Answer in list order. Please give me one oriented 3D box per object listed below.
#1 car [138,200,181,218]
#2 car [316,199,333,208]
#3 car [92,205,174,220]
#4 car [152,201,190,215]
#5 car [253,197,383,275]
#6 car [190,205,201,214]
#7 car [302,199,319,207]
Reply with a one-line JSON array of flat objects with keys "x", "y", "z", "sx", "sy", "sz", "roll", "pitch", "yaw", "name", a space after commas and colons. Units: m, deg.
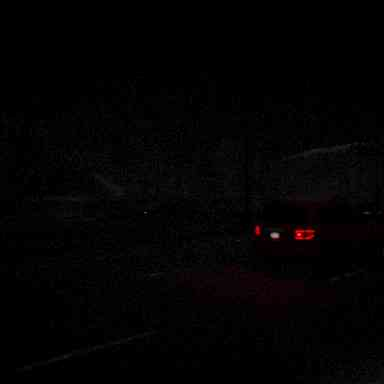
[{"x": -3.602, "y": 1.839, "z": 37.346, "sx": 4.553, "sy": 1.767, "sz": 2.097, "roll": 0, "pitch": -1, "yaw": -43, "name": "car"}, {"x": 23.720, "y": 2.022, "z": 59.393, "sx": 1.837, "sy": 1.490, "sz": 4.892, "roll": -1, "pitch": 0, "yaw": 33, "name": "car"}, {"x": -4.222, "y": 1.866, "z": 22.842, "sx": 5.357, "sy": 1.411, "sz": 2.033, "roll": 0, "pitch": -1, "yaw": -39, "name": "car"}, {"x": -2.808, "y": 1.727, "z": 28.650, "sx": 4.553, "sy": 1.767, "sz": 2.097, "roll": 0, "pitch": -1, "yaw": -41, "name": "car"}, {"x": 4.390, "y": 1.322, "z": 11.146, "sx": 5.566, "sy": 2.045, "sz": 2.150, "roll": 0, "pitch": 0, "yaw": -40, "name": "car"}, {"x": -1.028, "y": 2.000, "z": 34.969, "sx": 4.181, "sy": 1.385, "sz": 1.994, "roll": 0, "pitch": -1, "yaw": -43, "name": "car"}, {"x": 23.617, "y": 2.114, "z": 66.046, "sx": 2.128, "sy": 1.511, "sz": 4.902, "roll": -1, "pitch": -1, "yaw": 31, "name": "car"}]
